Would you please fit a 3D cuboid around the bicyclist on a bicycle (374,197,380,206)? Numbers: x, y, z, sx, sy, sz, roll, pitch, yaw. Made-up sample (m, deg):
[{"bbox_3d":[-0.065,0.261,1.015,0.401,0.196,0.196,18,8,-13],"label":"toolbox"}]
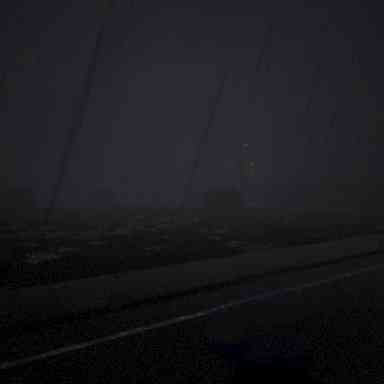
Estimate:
[{"bbox_3d":[24.008,1.468,43.145,1.656,1.620,0.582,-1,1,-35],"label":"bicyclist on a bicycle"}]
